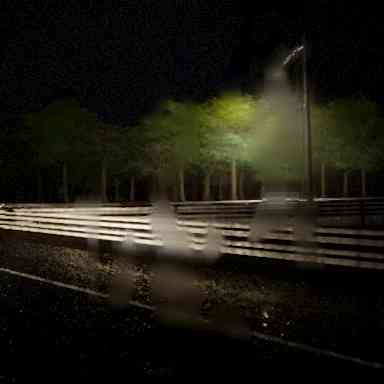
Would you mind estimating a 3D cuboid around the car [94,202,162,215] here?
[{"bbox_3d":[-4.711,1.488,24.386,5.008,1.535,1.882,-1,-1,7],"label":"car"}]
